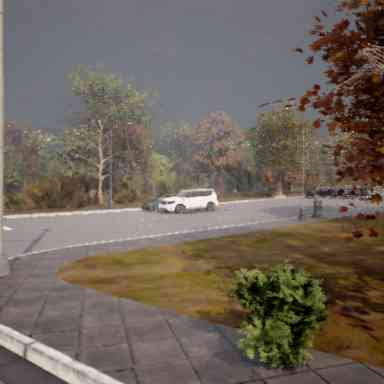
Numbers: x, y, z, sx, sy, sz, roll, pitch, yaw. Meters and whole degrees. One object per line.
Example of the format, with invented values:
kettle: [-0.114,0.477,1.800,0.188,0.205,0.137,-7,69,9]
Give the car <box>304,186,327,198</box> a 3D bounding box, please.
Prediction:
car: [16.836,-0.063,43.887,5.008,1.535,1.882,-3,2,-27]

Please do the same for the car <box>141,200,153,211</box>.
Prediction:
car: [-2.687,1.097,31.512,4.181,1.385,1.994,-2,2,-37]

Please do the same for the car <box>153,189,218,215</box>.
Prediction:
car: [-0.217,0.781,29.049,5.566,2.045,2.150,-2,2,-37]

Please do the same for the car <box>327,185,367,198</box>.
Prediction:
car: [19.773,-0.094,41.453,4.902,1.511,2.128,-3,2,-26]
